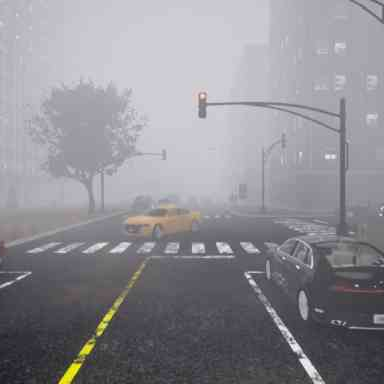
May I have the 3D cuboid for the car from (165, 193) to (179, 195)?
[{"bbox_3d":[-3.095,1.257,58.675,2.150,2.045,5.566,0,0,-1],"label":"car"}]

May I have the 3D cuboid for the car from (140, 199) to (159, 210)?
[{"bbox_3d":[-5.699,1.588,44.769,1.947,1.339,4.313,0,0,0],"label":"car"}]

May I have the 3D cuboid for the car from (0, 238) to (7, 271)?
[{"bbox_3d":[-5.692,1.545,6.857,1.887,1.381,4.507,0,0,0],"label":"car"}]

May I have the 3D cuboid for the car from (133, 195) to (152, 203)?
[{"bbox_3d":[-5.699,1.332,39.246,2.192,1.841,5.009,0,0,0],"label":"car"}]

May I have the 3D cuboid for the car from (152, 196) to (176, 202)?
[{"bbox_3d":[-3.105,1.521,37.890,1.837,1.490,4.892,0,0,0],"label":"car"}]

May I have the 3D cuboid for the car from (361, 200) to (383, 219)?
[{"bbox_3d":[15.052,1.127,23.704,4.553,1.767,2.097,-1,0,-1],"label":"car"}]

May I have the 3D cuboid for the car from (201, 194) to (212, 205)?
[{"bbox_3d":[2.679,1.604,61.338,1.947,1.339,4.313,0,0,0],"label":"car"}]

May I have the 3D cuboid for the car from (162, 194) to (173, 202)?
[{"bbox_3d":[-5.705,1.377,77.905,2.192,1.841,5.009,0,0,0],"label":"car"}]

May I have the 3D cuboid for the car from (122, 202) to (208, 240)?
[{"bbox_3d":[-1.444,1.480,17.395,1.882,1.535,5.008,-1,-1,34],"label":"car"}]

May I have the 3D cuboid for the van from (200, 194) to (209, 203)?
[{"bbox_3d":[2.676,1.395,72.385,1.690,1.788,3.998,0,0,0],"label":"van"}]

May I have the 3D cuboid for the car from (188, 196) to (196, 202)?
[{"bbox_3d":[-0.013,1.659,78.852,1.895,1.301,4.718,0,0,0],"label":"car"}]

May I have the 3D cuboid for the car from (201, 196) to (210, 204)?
[{"bbox_3d":[2.678,1.571,67.031,1.752,1.417,4.829,0,0,0],"label":"car"}]

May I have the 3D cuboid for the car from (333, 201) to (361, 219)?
[{"bbox_3d":[13.421,1.347,26.266,4.403,1.369,2.008,-1,1,-1],"label":"car"}]

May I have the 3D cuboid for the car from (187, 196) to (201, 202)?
[{"bbox_3d":[0.109,1.584,61.097,2.033,1.411,5.357,0,0,-2],"label":"car"}]

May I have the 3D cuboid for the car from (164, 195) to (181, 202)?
[{"bbox_3d":[-3.103,1.516,48.097,2.128,1.511,4.902,0,0,0],"label":"car"}]

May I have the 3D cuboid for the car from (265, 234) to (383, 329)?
[{"bbox_3d":[2.688,1.551,6.859,2.008,1.369,4.403,0,0,0],"label":"car"}]
